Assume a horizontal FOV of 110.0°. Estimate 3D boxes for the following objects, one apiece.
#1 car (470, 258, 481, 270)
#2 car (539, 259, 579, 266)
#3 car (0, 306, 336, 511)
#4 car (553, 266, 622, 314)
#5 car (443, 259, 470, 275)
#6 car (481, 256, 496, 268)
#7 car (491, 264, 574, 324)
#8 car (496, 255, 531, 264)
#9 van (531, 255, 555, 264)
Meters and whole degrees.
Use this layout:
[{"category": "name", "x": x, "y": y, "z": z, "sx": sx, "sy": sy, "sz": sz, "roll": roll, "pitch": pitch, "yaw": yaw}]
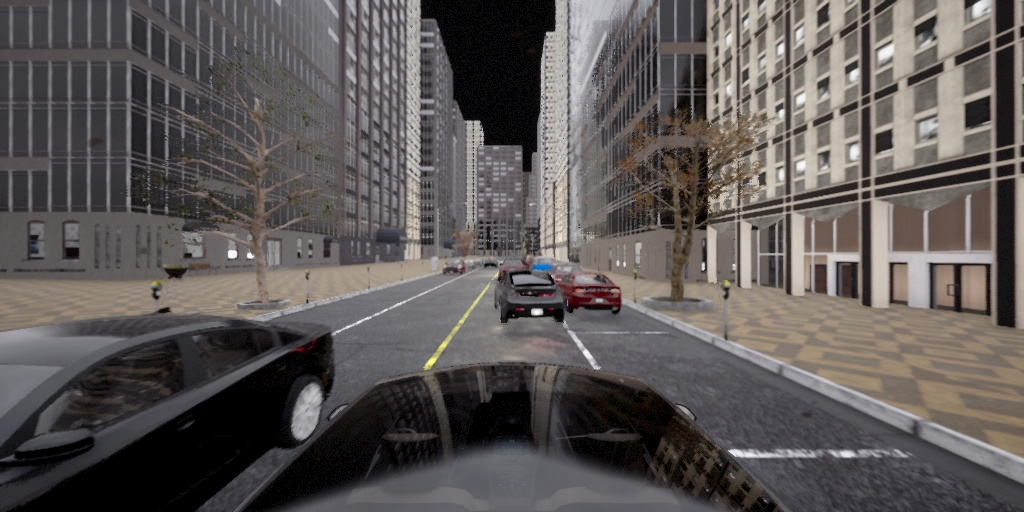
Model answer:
[{"category": "car", "x": -5.681, "y": 1.032, "z": 47.142, "sx": 2.007, "sy": 1.370, "sz": 4.403, "roll": 0, "pitch": 0, "yaw": 0}, {"category": "car", "x": 2.695, "y": 1.090, "z": 18.960, "sx": 1.967, "sy": 1.591, "sz": 4.097, "roll": 0, "pitch": 0, "yaw": 0}, {"category": "car", "x": -3.101, "y": 1.224, "z": 2.368, "sx": 1.882, "sy": 1.535, "sz": 5.008, "roll": 0, "pitch": 0, "yaw": 0}, {"category": "car", "x": 2.694, "y": 1.228, "z": 13.319, "sx": 1.888, "sy": 1.381, "sz": 4.507, "roll": 0, "pitch": 0, "yaw": 0}, {"category": "car", "x": -5.682, "y": 0.990, "z": 35.857, "sx": 1.967, "sy": 1.591, "sz": 4.097, "roll": 0, "pitch": 0, "yaw": 0}, {"category": "car", "x": -2.994, "y": 1.061, "z": 50.598, "sx": 1.895, "sy": 1.301, "sz": 4.718, "roll": 0, "pitch": 0, "yaw": 0}, {"category": "car", "x": 0.430, "y": 1.197, "z": 11.763, "sx": 1.837, "sy": 1.490, "sz": 4.892, "roll": 0, "pitch": 0, "yaw": -5}, {"category": "car", "x": 0.098, "y": 0.950, "z": 27.729, "sx": 2.097, "sy": 1.767, "sz": 4.553, "roll": 0, "pitch": 0, "yaw": 0}, {"category": "van", "x": 2.697, "y": 0.924, "z": 30.242, "sx": 1.690, "sy": 1.789, "sz": 3.998, "roll": 0, "pitch": 0, "yaw": 0}]
